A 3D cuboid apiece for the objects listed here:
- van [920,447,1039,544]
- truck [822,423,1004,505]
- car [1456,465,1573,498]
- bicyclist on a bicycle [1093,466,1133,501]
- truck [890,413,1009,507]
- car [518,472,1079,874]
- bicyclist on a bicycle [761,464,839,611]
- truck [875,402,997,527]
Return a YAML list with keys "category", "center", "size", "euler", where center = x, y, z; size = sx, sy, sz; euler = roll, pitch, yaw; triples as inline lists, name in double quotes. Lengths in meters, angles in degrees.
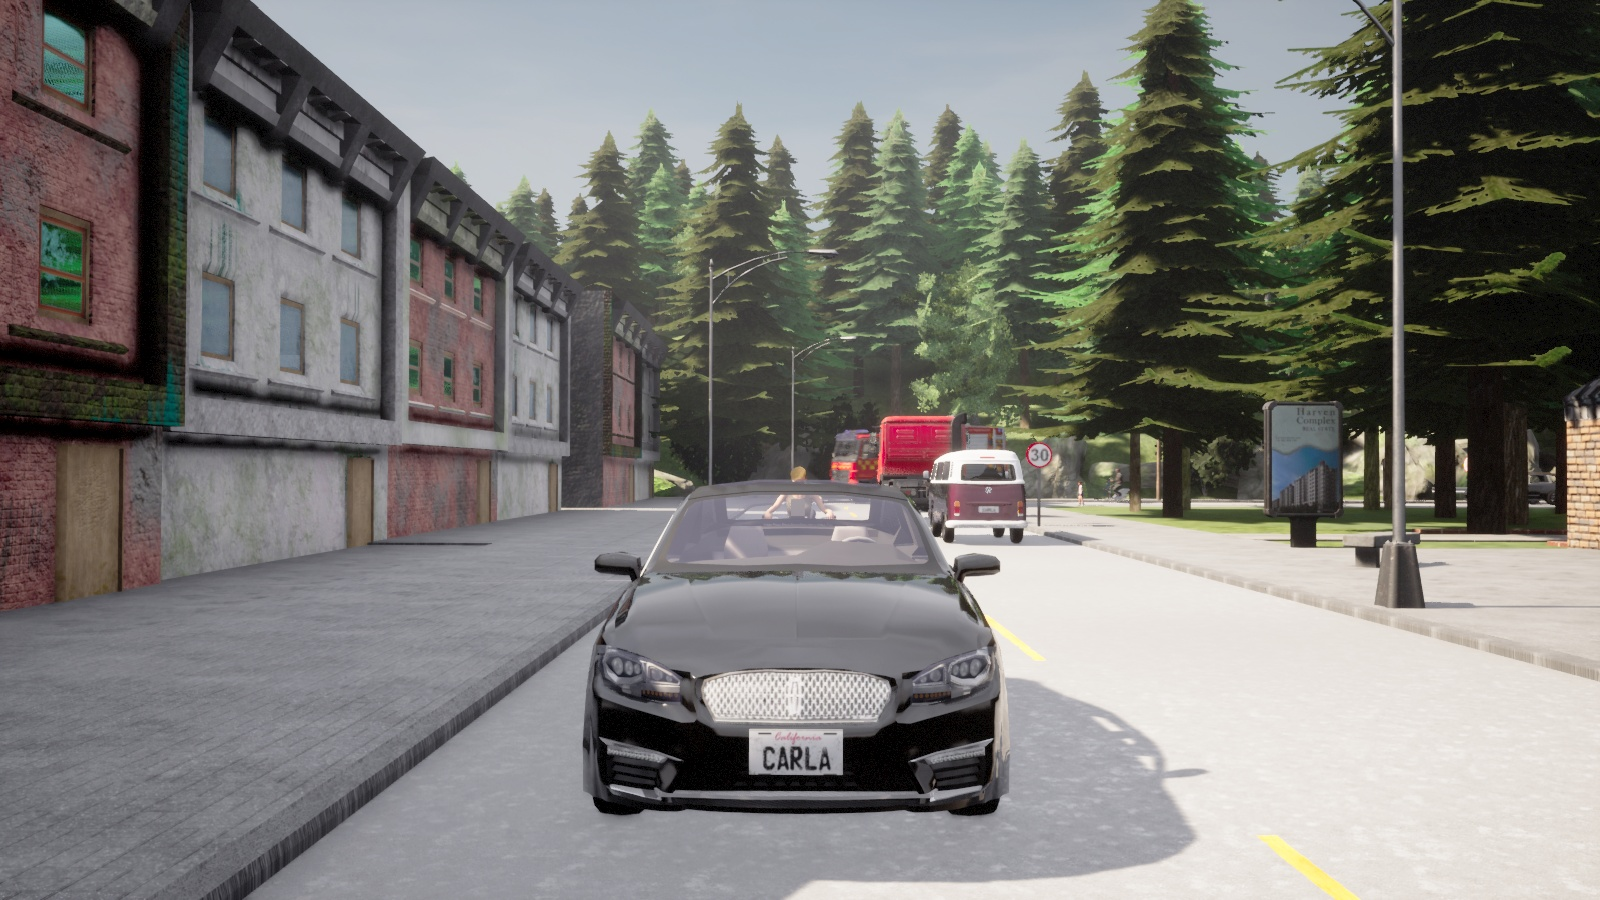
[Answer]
- category: "van"
  center: [4.006, 1.003, 28.737]
  size: [2.069, 2.038, 4.480]
  euler: [0, -1, 0]
- category: "truck"
  center: [5.535, 0.658, 61.474]
  size: [8.468, 3.827, 2.891]
  euler: [0, 0, -22]
- category: "car"
  center: [36.046, 1.578, 63.423]
  size: [4.611, 1.667, 2.242]
  euler: [0, -1, 0]
- category: "bicyclist on a bicycle"
  center: [15.796, 1.683, 63.315]
  size: [1.843, 1.776, 0.659]
  euler: [0, -1, 0]
- category: "truck"
  center: [6.458, 0.535, 55.907]
  size: [2.891, 3.827, 8.468]
  euler: [-1, -2, -10]
- category: "car"
  center: [-0.007, 0.892, 7.230]
  size: [2.128, 1.511, 4.902]
  euler: [0, -1, 0]
- category: "bicyclist on a bicycle"
  center: [-0.005, 0.994, 14.597]
  size: [0.866, 1.612, 1.509]
  euler: [0, -3, 0]
- category: "truck"
  center: [4.011, 0.466, 38.741]
  size: [2.891, 3.462, 7.936]
  euler: [0, -1, 0]
